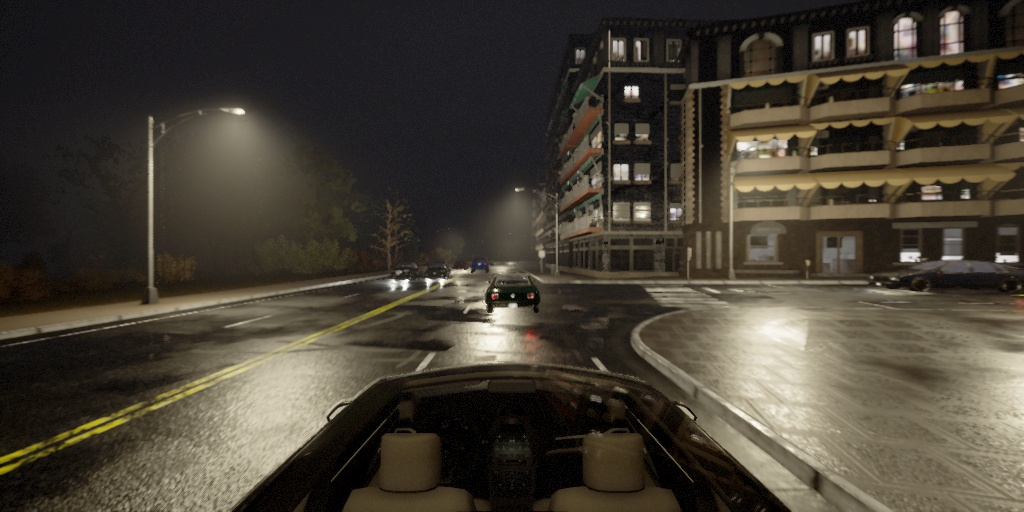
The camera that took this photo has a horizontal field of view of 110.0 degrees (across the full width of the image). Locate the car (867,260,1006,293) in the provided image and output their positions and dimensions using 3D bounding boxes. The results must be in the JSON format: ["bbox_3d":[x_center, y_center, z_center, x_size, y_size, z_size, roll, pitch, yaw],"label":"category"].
[{"bbox_3d":[19.778,0.884,16.142,5.357,1.411,2.033,-1,0,15],"label":"car"}]

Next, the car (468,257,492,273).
[{"bbox_3d":[-4.067,1.107,46.470,2.150,2.045,5.566,0,0,-2],"label":"car"}]

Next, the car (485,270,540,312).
[{"bbox_3d":[0.003,1.346,14.284,1.895,1.301,4.718,-1,1,-1],"label":"car"}]

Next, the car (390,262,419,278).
[{"bbox_3d":[-10.375,1.345,34.965,2.128,1.511,4.902,0,0,-2],"label":"car"}]

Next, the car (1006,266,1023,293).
[{"bbox_3d":[21.571,0.780,12.375,4.902,1.511,2.128,-1,0,16],"label":"car"}]

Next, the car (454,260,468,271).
[{"bbox_3d":[-7.690,1.389,54.250,1.882,1.535,5.008,0,0,-1],"label":"car"}]

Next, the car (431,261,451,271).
[{"bbox_3d":[-10.965,1.466,55.650,2.033,1.411,5.357,0,0,-1],"label":"car"}]

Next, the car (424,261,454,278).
[{"bbox_3d":[-7.114,1.414,34.575,1.994,1.385,4.181,0,0,-2],"label":"car"}]
